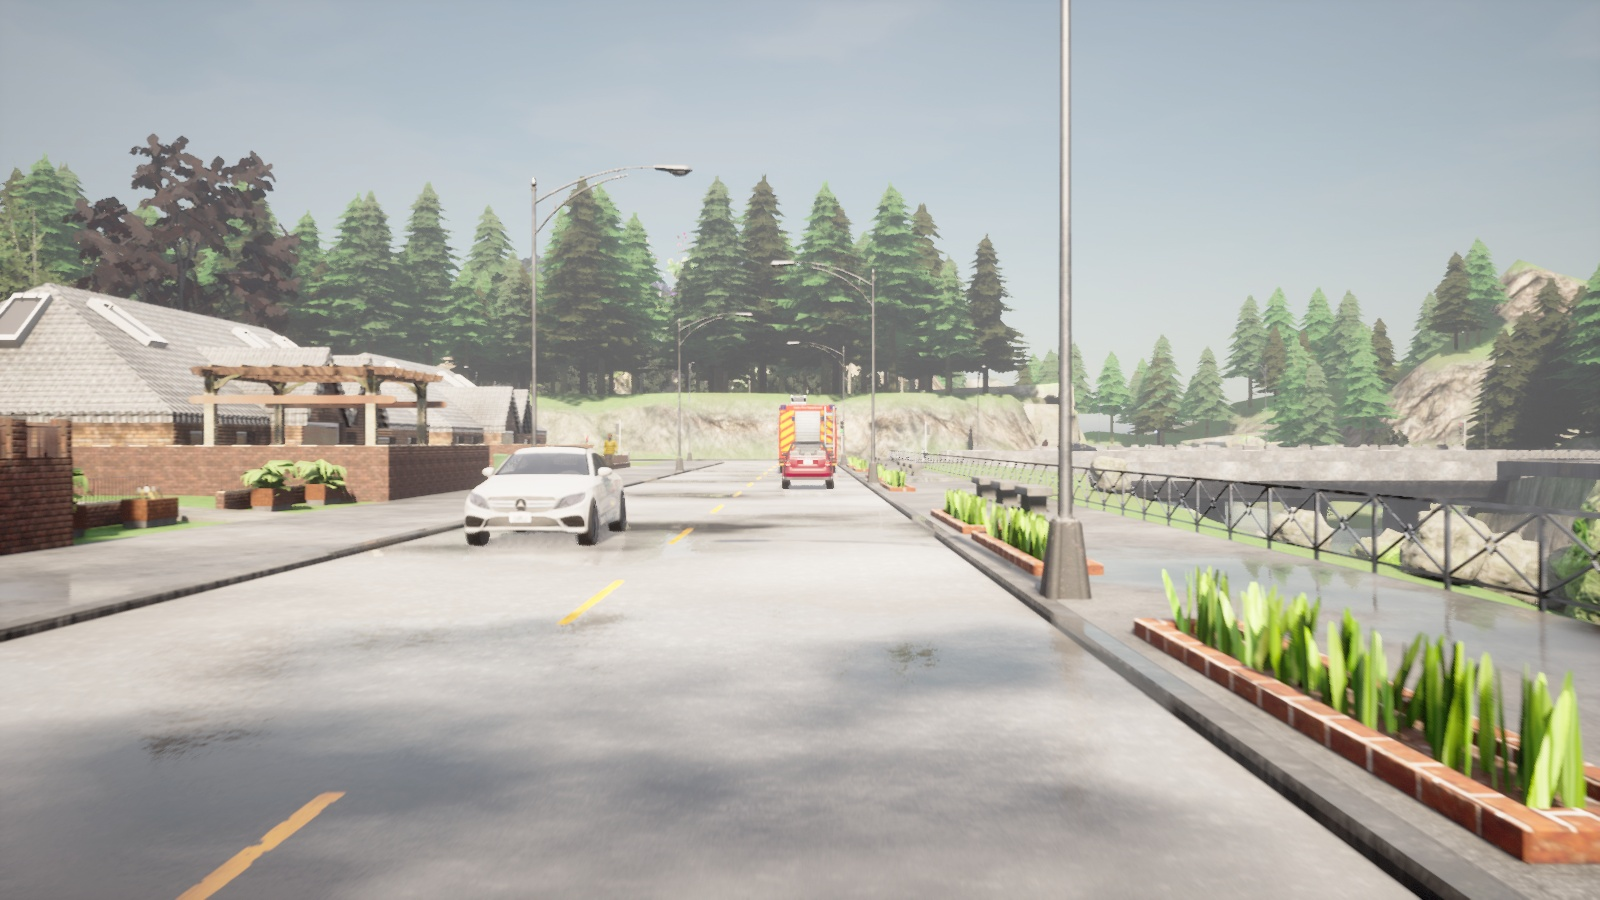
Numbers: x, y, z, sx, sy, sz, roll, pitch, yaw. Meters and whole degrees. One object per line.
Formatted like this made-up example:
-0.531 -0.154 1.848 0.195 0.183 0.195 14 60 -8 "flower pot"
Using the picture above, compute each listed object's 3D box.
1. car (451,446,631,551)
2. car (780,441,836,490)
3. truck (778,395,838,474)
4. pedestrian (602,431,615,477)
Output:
-3.872 0.659 19.585 1.812 1.442 4.674 0 0 0 "car"
0.258 0.488 42.115 1.789 1.549 3.705 0 0 0 "car"
0.390 -0.784 64.964 2.891 3.827 8.468 0 0 0 "truck"
-7.827 0.160 51.452 0.431 1.840 0.709 0 0 0 "pedestrian"
